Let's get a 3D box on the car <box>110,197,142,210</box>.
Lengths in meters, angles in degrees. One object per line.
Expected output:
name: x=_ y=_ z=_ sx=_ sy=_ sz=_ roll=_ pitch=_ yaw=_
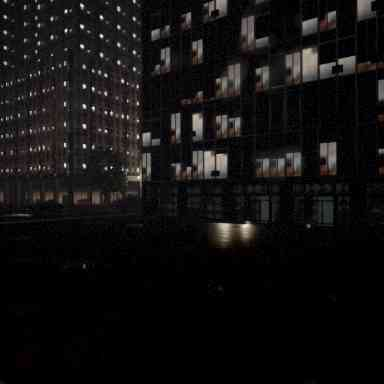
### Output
car: x=-9.270 y=1.757 z=46.841 sx=1.895 sy=1.301 sz=4.718 roll=0 pitch=0 yaw=35

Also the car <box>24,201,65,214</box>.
car: x=-16.244 y=1.671 z=36.731 sx=1.994 sy=1.385 sz=4.181 roll=0 pitch=0 yaw=34
